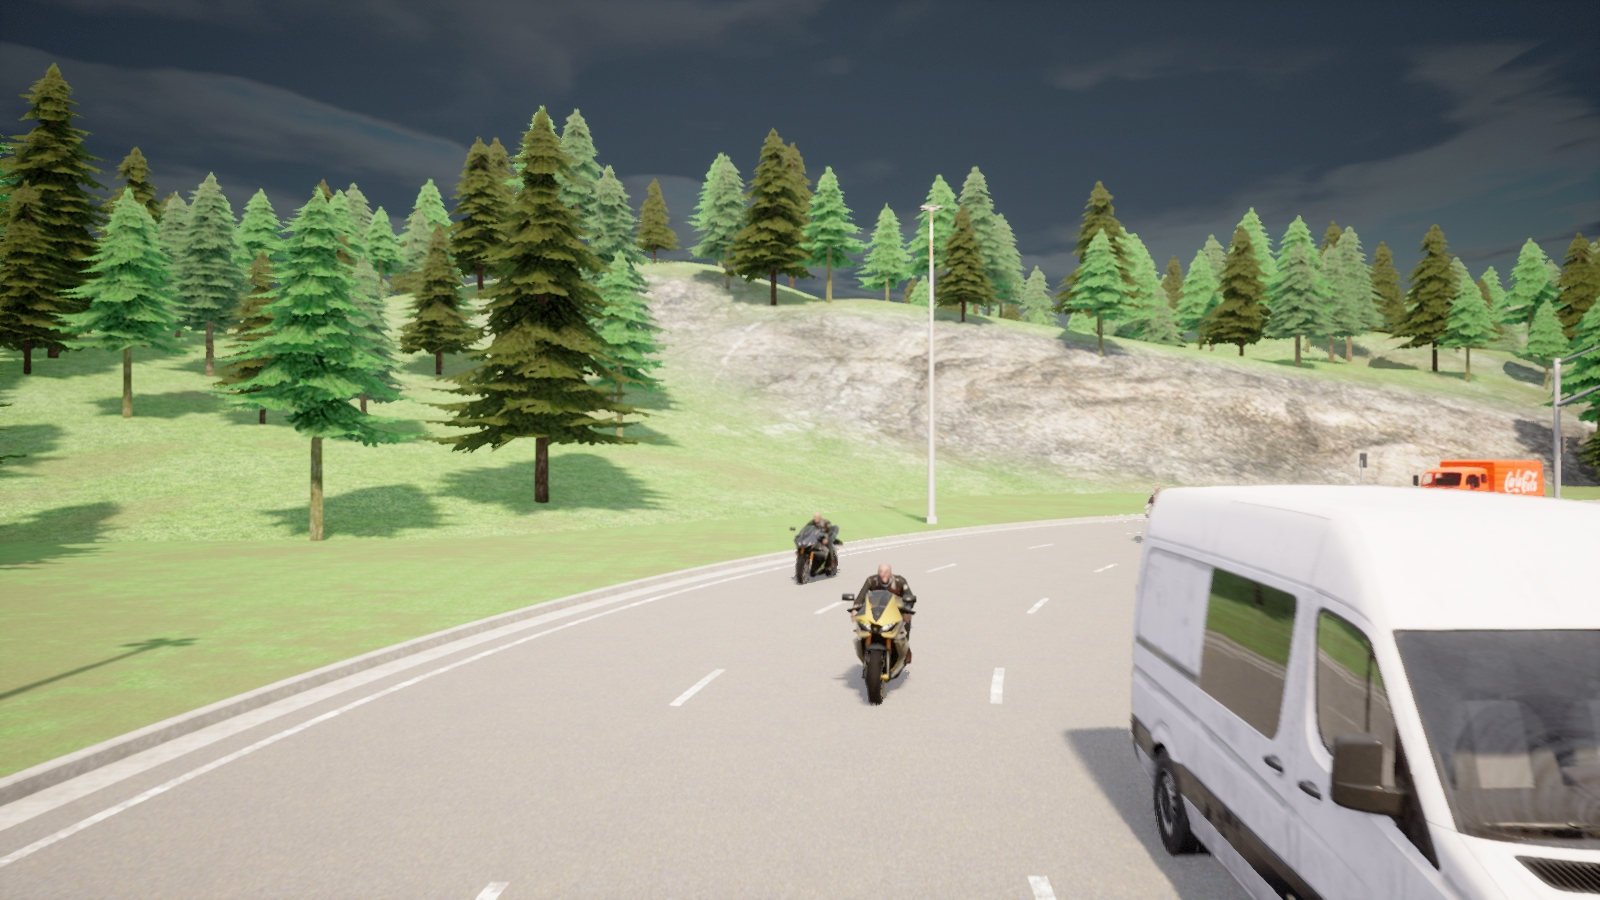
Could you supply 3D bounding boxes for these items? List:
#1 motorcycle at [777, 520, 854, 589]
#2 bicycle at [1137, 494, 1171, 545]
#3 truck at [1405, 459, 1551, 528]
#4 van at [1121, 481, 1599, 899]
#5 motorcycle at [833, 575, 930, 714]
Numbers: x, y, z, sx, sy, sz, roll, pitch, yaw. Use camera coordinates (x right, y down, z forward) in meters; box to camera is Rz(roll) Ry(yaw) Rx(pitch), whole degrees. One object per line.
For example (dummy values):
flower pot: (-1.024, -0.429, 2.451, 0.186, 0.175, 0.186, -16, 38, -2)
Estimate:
motorcycle: (0.372, 2.228, 24.640, 0.867, 1.251, 2.209, 1, 1, 23)
bicycle: (10.776, 2.092, 34.766, 0.329, 1.471, 1.835, 0, 0, 39)
truck: (26.055, 1.608, 43.898, 5.204, 2.467, 2.627, 0, 0, -30)
van: (3.477, 1.541, 6.231, 1.988, 2.561, 5.915, -1, 0, 2)
motorcycle: (1.001, 2.219, 13.462, 0.867, 1.251, 2.209, 0, 0, 11)
